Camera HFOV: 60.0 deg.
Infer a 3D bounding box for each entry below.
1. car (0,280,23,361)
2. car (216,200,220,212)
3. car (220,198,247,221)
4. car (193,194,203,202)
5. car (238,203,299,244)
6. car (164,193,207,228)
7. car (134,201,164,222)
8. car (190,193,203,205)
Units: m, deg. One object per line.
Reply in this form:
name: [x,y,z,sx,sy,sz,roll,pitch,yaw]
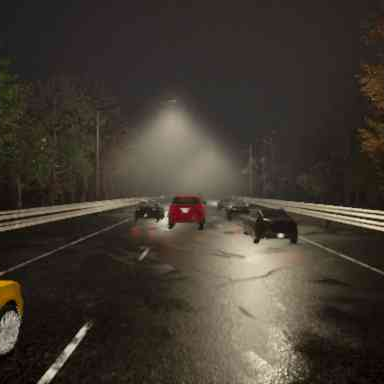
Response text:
car: [-3.391,1.474,2.862,1.882,1.535,5.008,0,0,0]
car: [3.836,1.431,37.621,1.882,1.535,5.008,0,0,1]
car: [3.669,1.460,26.668,2.128,1.511,4.902,0,0,1]
car: [1.287,1.249,73.860,2.097,1.767,4.553,0,0,2]
car: [3.559,1.486,15.713,1.837,1.490,4.892,0,0,0]
car: [-0.237,1.197,21.933,2.150,2.045,5.566,0,0,3]
car: [-3.235,1.460,25.851,2.128,1.511,4.902,0,0,1]
car: [0.853,1.147,57.119,2.150,2.045,5.566,0,0,2]
